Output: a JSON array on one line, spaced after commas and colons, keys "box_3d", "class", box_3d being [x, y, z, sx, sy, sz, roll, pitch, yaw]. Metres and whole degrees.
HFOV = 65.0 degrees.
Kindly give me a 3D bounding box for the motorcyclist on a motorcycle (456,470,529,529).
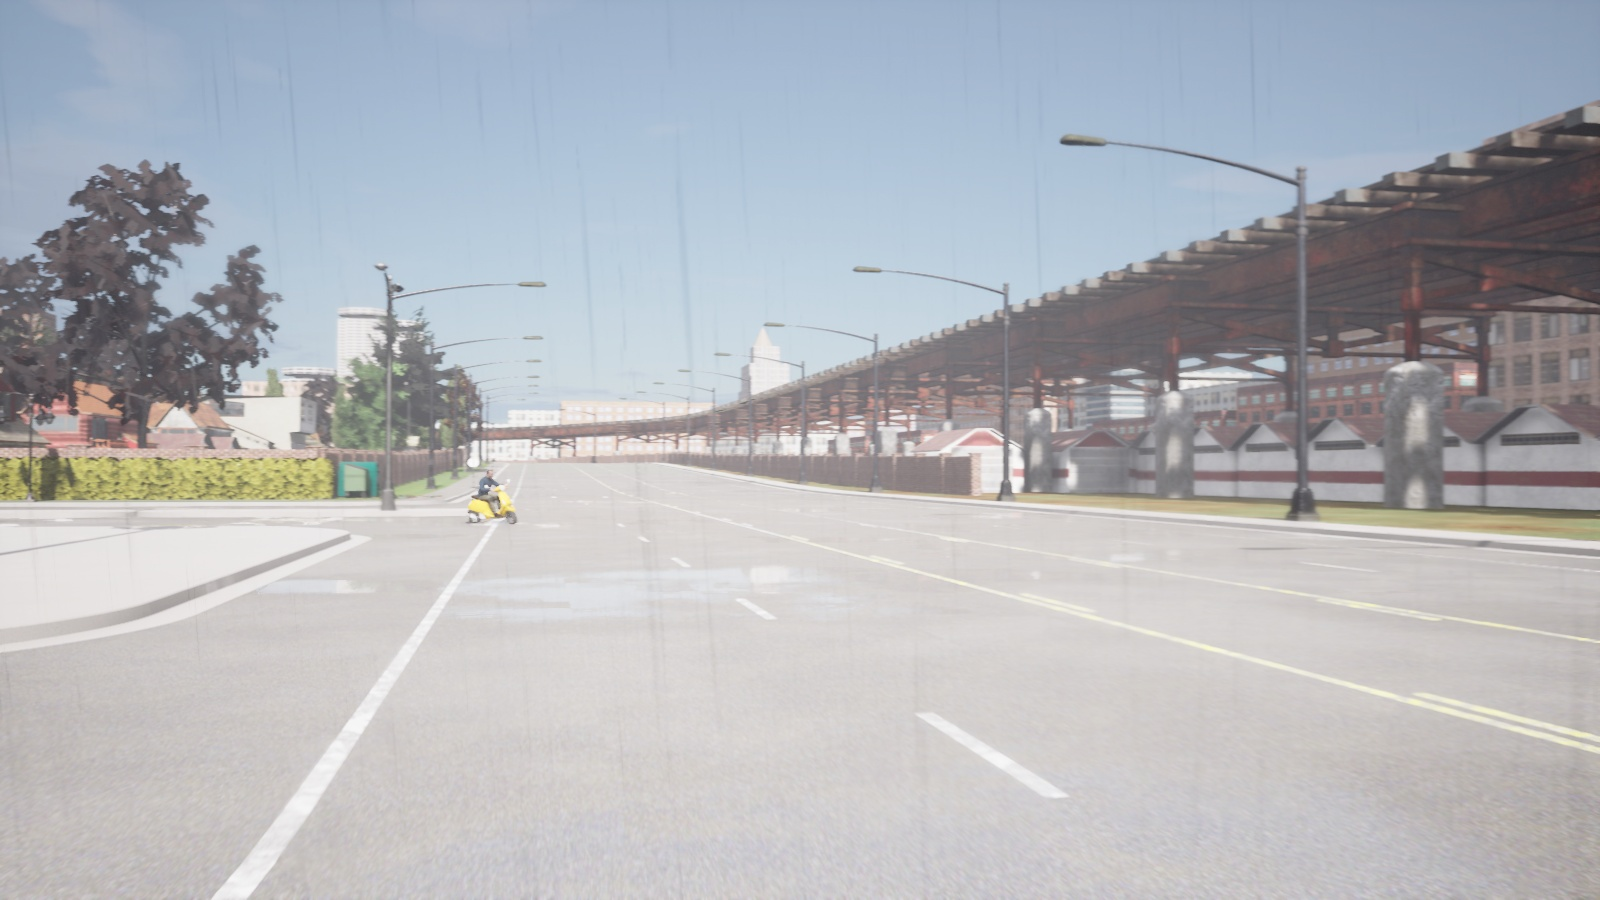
[{"box_3d": [-8.846, 1.422, 36.169, 1.817, 1.590, 0.866, -1, 4, 25], "class": "motorcyclist on a motorcycle"}]
